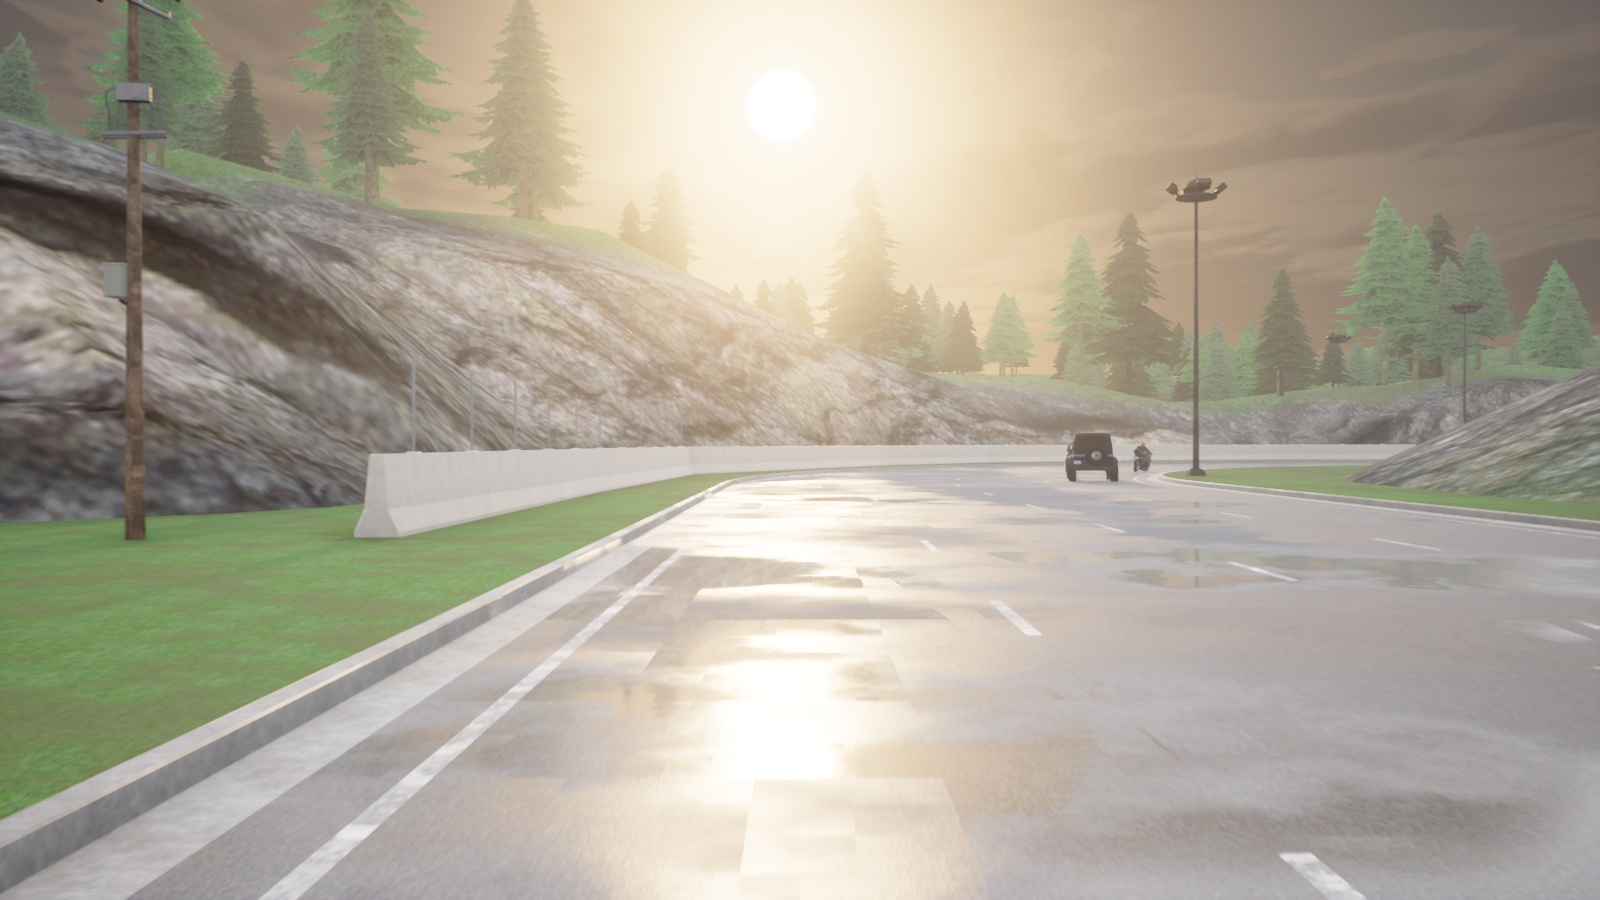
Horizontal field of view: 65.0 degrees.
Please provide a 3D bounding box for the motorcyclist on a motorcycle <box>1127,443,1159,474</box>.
[{"bbox_3d":[17.444,0.436,63.811,0.866,1.530,2.191,2,1,34],"label":"motorcyclist on a motorcycle"}]

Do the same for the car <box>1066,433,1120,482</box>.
[{"bbox_3d":[11.523,0.272,49.592,1.905,1.878,3.866,0,0,11],"label":"car"}]
